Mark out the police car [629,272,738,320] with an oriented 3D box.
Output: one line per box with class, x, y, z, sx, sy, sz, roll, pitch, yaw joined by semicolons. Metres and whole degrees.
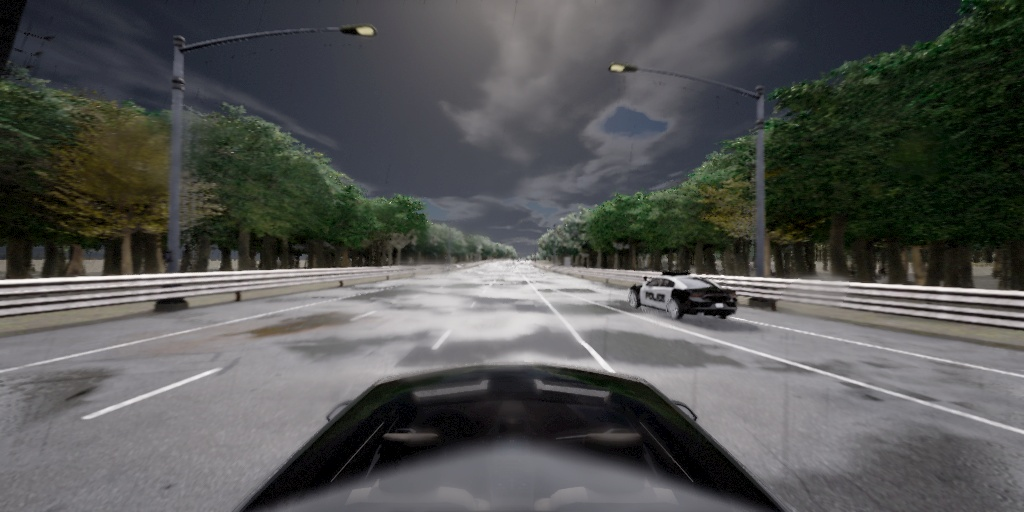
police car;6.359;1.433;14.122;1.930;1.638;5.238;1;-1;-7
